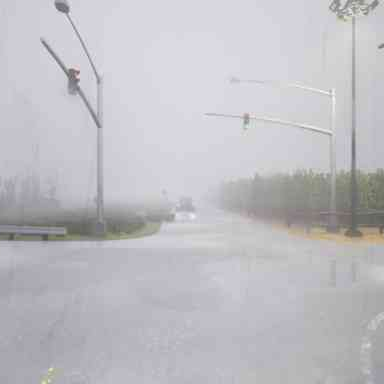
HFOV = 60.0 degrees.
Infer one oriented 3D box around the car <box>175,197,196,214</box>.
[{"bbox_3d":[-0.726,1.309,36.133,2.097,1.767,4.553,0,0,-3],"label":"car"}]
